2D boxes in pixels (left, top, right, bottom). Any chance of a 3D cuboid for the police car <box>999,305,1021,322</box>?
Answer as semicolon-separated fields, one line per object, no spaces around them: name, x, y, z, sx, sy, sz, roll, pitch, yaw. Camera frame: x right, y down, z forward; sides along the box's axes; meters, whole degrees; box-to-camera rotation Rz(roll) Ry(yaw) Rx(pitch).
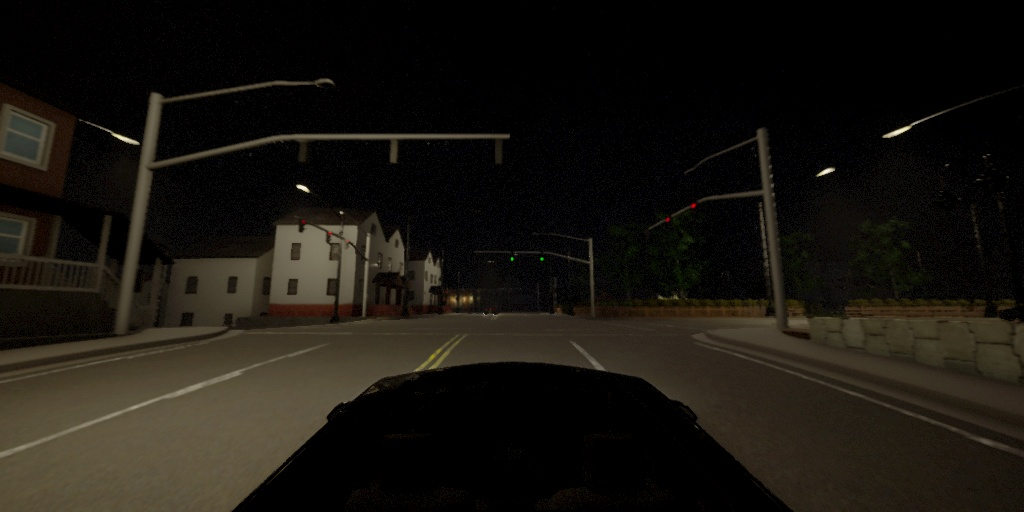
police car;36.179;3.757;24.297;4.974;1.542;2.038;0;-8;1

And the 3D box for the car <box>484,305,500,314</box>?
car;-3.490;8.930;59.393;1.812;1.442;4.674;0;-8;1
